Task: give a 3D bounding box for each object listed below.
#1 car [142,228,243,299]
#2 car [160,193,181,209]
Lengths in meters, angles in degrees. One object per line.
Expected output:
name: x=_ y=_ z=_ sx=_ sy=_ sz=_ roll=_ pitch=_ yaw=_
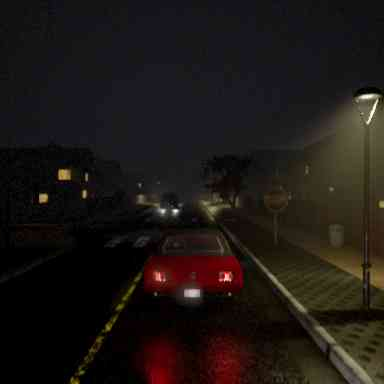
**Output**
car: x=0.022 y=1.564 z=8.328 sx=1.895 sy=1.301 sz=4.718 roll=0 pitch=0 yaw=0
car: x=-2.890 y=1.093 z=43.313 sx=2.150 sy=2.045 sz=5.566 roll=0 pitch=0 yaw=0
